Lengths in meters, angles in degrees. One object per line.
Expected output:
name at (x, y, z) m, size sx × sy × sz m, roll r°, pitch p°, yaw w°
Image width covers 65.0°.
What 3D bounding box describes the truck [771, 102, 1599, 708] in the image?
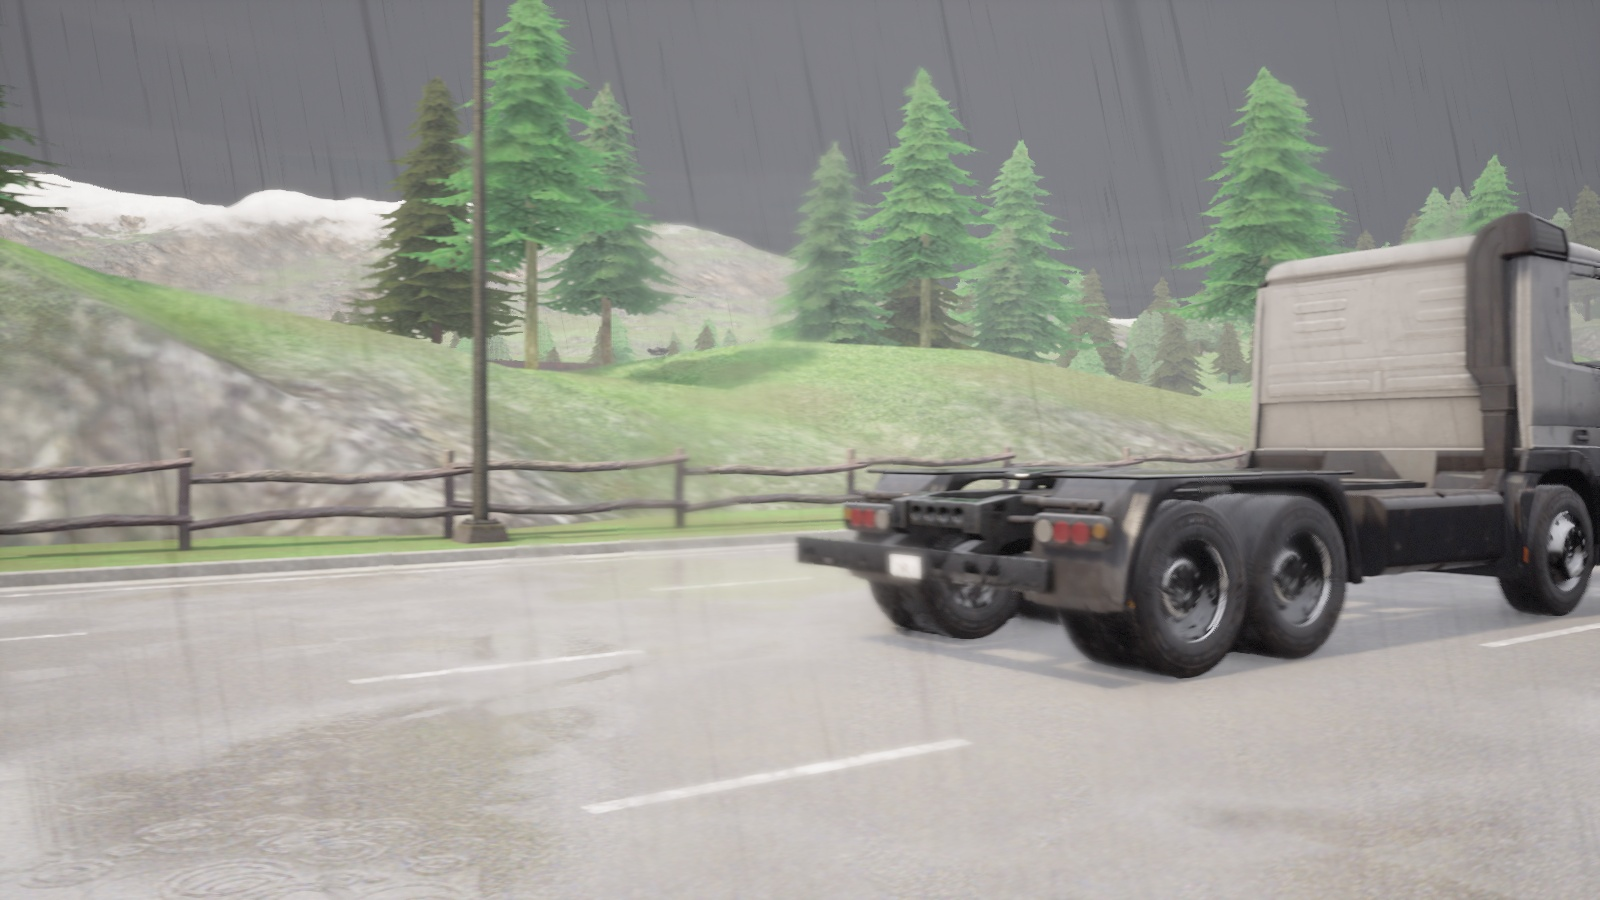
truck at (3.872, -0.282, 10.624) m, size 7.936 × 3.462 × 2.891 m, roll -1°, pitch 0°, yaw -35°
